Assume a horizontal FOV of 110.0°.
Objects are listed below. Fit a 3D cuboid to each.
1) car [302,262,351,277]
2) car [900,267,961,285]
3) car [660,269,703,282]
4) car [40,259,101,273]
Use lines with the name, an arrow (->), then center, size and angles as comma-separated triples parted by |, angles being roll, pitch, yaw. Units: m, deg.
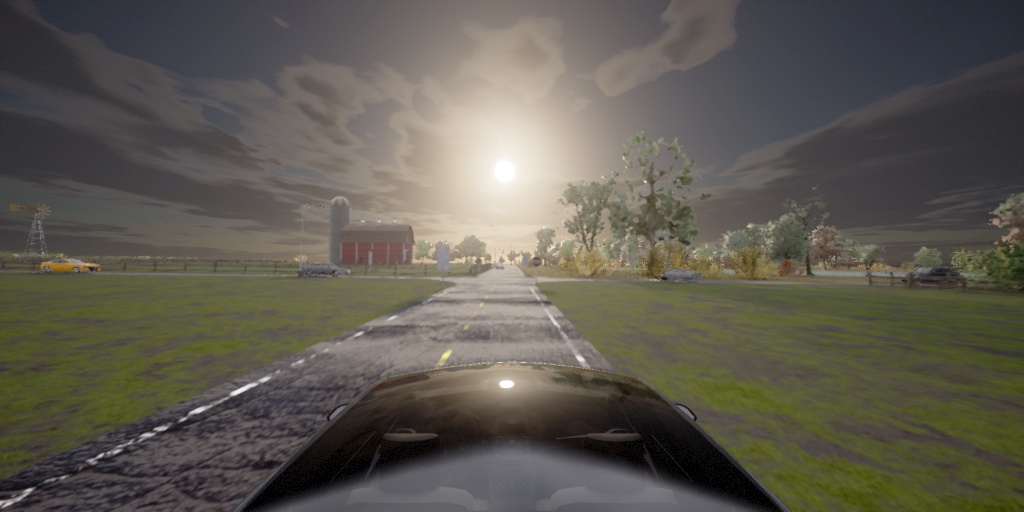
car -> -20.081, 1.455, 38.801 | 4.902, 1.511, 2.128 | 2, -2, 0
car -> 48.987, 2.280, 42.003 | 5.566, 2.045, 2.150 | 1, -2, 0
car -> 18.391, 2.070, 39.048 | 4.181, 1.385, 1.994 | 1, -2, 0
car -> -47.450, 1.058, 38.625 | 5.008, 1.535, 1.882 | 1, -2, 0
